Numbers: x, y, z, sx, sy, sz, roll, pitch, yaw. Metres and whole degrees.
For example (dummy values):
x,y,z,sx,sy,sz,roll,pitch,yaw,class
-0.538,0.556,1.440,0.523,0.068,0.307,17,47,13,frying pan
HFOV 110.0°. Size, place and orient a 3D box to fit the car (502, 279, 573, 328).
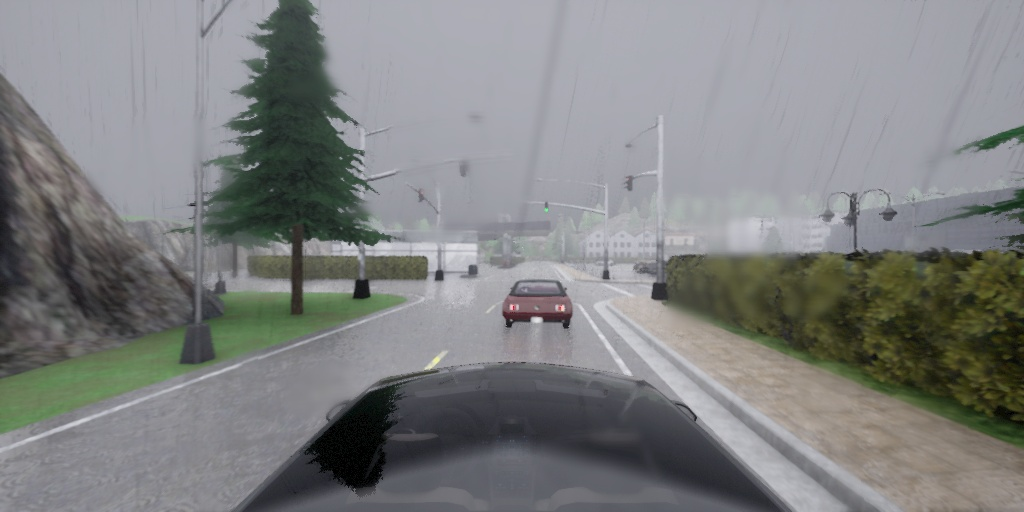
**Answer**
x,y,z,sx,sy,sz,roll,pitch,yaw,class
0.842,1.388,11.574,1.895,1.301,4.718,0,0,5,car
